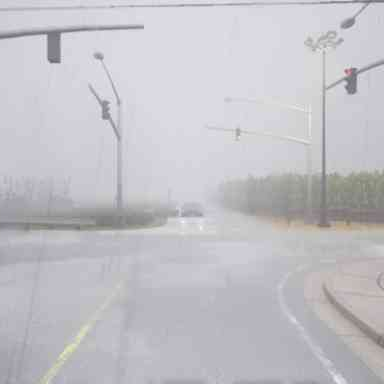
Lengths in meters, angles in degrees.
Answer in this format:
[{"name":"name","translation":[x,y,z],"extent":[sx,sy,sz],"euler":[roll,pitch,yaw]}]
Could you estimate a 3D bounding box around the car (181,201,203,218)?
[{"name":"car","translation":[-0.041,1.545,29.740],"extent":[1.812,1.442,4.674],"euler":[0,1,-3]}]
